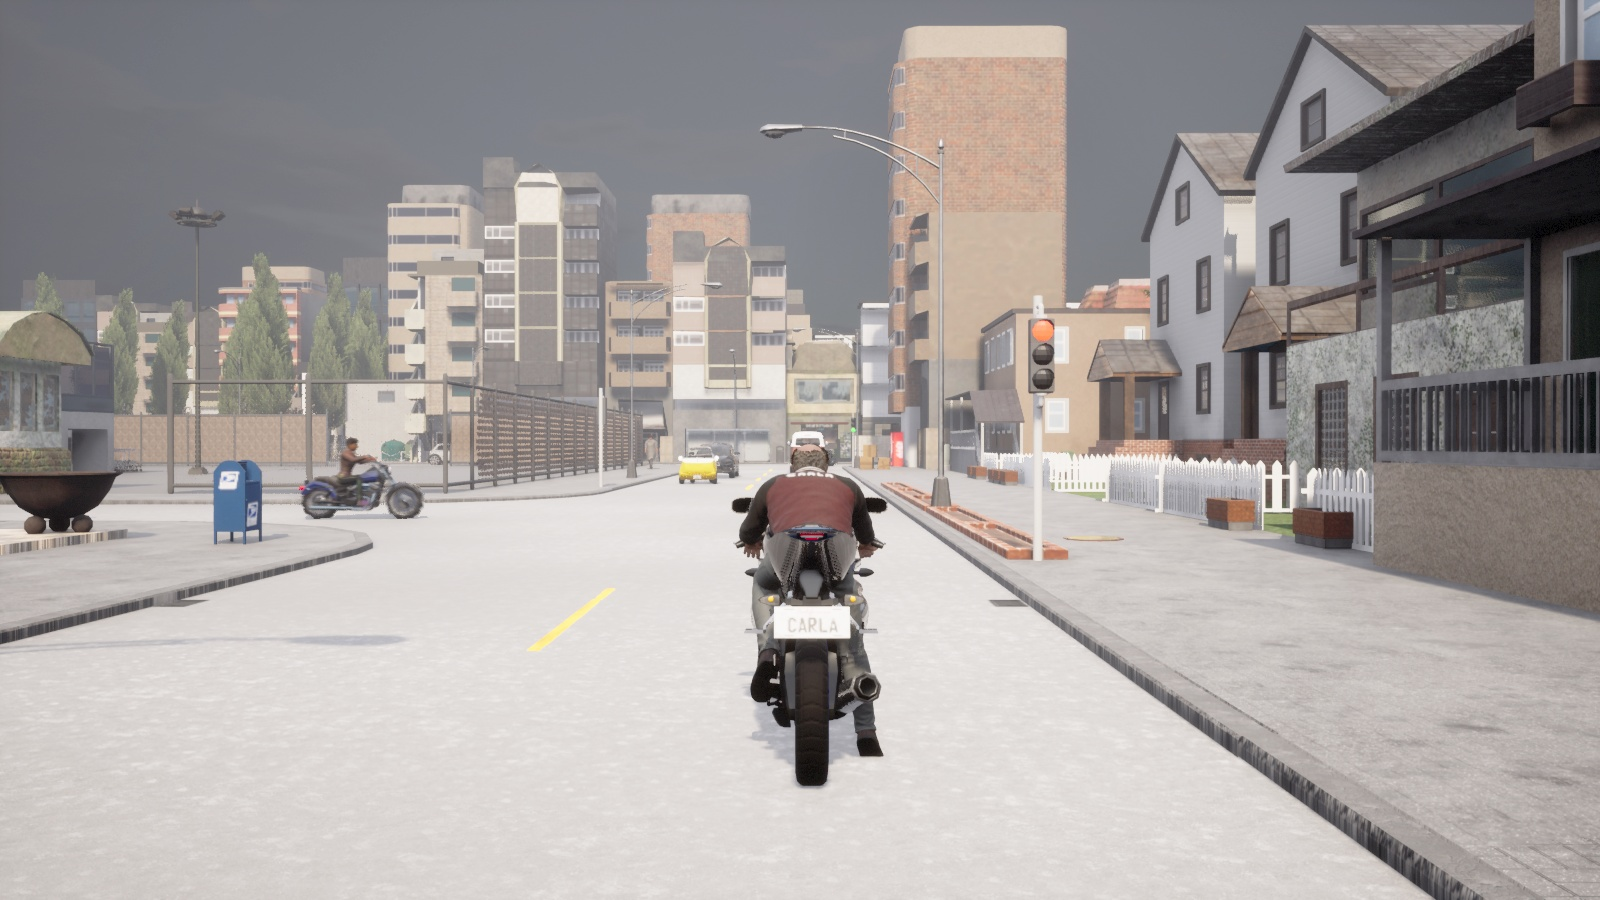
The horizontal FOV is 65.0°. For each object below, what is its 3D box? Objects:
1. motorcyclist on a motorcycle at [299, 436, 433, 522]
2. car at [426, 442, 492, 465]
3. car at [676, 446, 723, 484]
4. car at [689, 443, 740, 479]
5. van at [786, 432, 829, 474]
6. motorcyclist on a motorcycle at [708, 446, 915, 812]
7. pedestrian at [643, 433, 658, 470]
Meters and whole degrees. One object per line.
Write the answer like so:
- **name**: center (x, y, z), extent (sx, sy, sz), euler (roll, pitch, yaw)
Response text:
- **motorcyclist on a motorcycle**: center (-8.474, 0.551, 24.563), extent (2.350, 1.649, 0.766), euler (0, 0, -2)
- **car**: center (-22.269, 0.230, 82.157), extent (3.806, 1.475, 1.970), euler (0, 0, 1)
- **car**: center (-3.681, 0.537, 46.247), extent (1.481, 1.376, 2.207), euler (0, 0, 1)
- **car**: center (-3.660, 0.441, 54.512), extent (1.837, 1.490, 4.892), euler (0, 0, 1)
- **van**: center (0.389, 0.115, 62.926), extent (2.069, 2.038, 4.480), euler (0, 0, 0)
- **motorcyclist on a motorcycle**: center (0.050, 0.746, 6.352), extent (0.866, 1.530, 2.191), euler (0, 0, 0)
- **pedestrian**: center (-7.885, 0.076, 66.283), extent (0.659, 1.952, 0.873), euler (0, 0, 5)
